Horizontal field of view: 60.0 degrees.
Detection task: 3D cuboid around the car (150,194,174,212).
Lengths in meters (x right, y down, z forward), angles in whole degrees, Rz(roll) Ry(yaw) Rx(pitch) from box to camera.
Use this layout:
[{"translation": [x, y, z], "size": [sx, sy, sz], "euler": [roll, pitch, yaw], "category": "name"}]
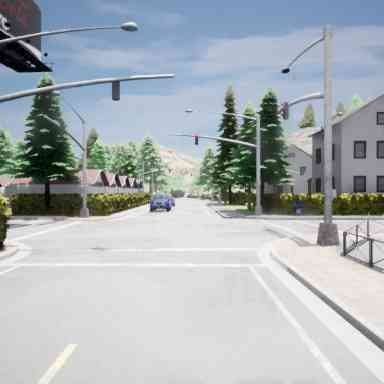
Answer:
[{"translation": [-3.612, 1.221, 39.025], "size": [2.150, 2.045, 5.566], "euler": [0, 0, 0], "category": "car"}]
